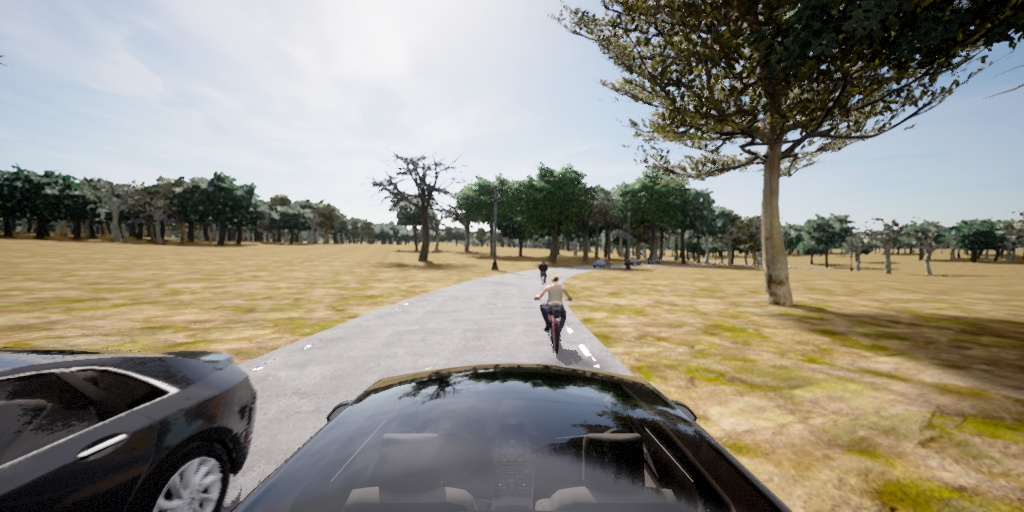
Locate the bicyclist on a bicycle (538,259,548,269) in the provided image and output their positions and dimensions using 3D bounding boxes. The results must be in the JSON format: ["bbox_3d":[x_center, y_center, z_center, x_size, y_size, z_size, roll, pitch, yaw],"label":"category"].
[{"bbox_3d":[1.899,1.058,21.605,0.659,1.776,1.843,0,0,8],"label":"bicyclist on a bicycle"}]

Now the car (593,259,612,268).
[{"bbox_3d":[14.876,1.231,58.762,2.033,1.411,5.357,1,0,32],"label":"car"}]

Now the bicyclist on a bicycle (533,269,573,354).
[{"bbox_3d":[0.896,1.152,7.650,0.866,1.612,1.509,1,-2,0],"label":"bicyclist on a bicycle"}]

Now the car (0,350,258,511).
[{"bbox_3d":[-3.074,1.260,1.018,1.837,1.490,4.892,0,0,1],"label":"car"}]
